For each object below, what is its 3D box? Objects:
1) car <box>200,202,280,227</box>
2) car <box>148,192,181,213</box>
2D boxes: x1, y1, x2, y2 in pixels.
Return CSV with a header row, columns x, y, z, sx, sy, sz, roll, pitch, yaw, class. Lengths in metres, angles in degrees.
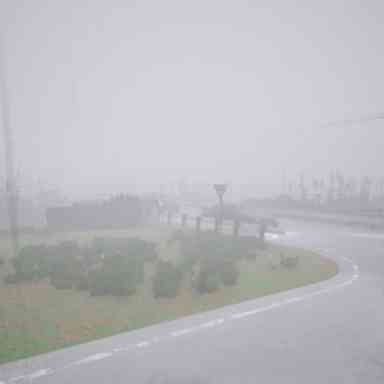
x,y,z,sx,sy,sz,roll,pitch,yaw,class
2.632,1.333,19.715,2.033,1.411,5.357,0,2,-34,car
-2.804,0.810,27.836,2.097,1.767,4.553,0,2,-34,car
